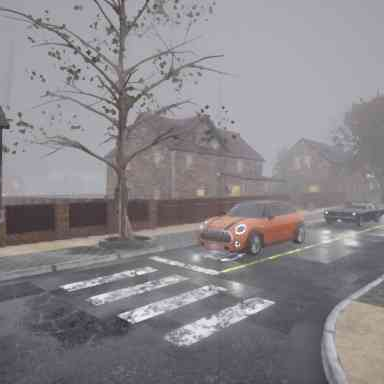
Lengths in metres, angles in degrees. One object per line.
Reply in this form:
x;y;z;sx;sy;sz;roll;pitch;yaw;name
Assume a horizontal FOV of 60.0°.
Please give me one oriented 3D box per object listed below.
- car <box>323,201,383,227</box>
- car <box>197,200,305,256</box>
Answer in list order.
9.483;1.193;19.403;4.718;1.301;1.895;-1;2;-45;car
2.295;1.119;12.266;4.553;1.767;2.097;-1;2;-45;car
